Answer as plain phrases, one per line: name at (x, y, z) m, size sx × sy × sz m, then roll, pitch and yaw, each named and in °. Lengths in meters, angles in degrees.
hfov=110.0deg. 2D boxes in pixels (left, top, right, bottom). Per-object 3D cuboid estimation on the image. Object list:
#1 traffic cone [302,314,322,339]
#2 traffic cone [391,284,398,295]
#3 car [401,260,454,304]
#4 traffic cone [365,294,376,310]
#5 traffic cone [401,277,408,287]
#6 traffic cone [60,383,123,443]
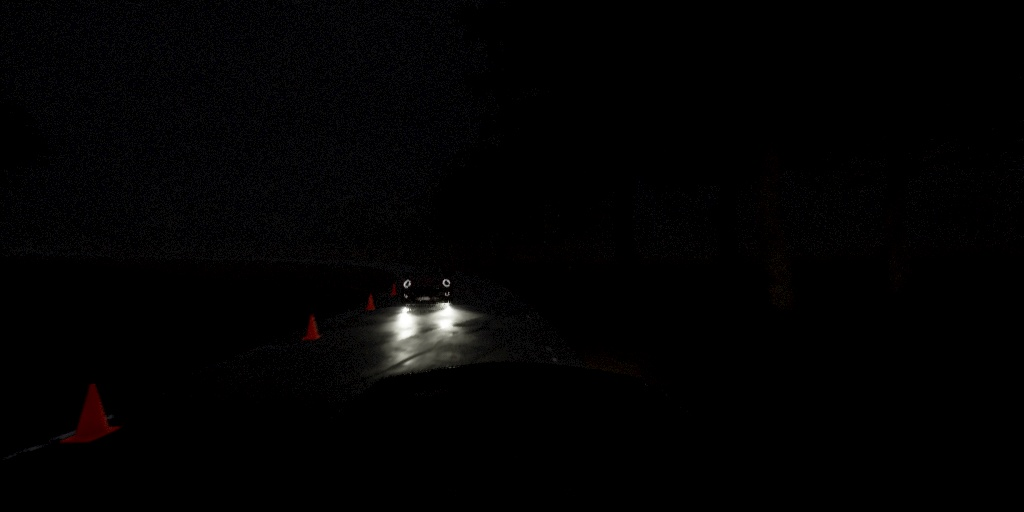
traffic cone at (-4.992, 1.751, 8.961) m, size 0.340 × 0.580 × 0.340 m, roll 0°, pitch 0°, yaw -4°
traffic cone at (-6.118, 1.727, 18.630) m, size 0.340 × 0.580 × 0.340 m, roll 0°, pitch 0°, yaw -9°
car at (-3.750, 1.105, 16.516) m, size 2.097 × 1.767 × 4.553 m, roll -1°, pitch 0°, yaw -8°
traffic cone at (-5.436, 1.743, 13.809) m, size 0.340 × 0.580 × 0.340 m, roll 0°, pitch 0°, yaw -7°
traffic cone at (-7.037, 1.705, 23.410) m, size 0.340 × 0.580 × 0.340 m, roll 0°, pitch 0°, yaw -12°
traffic cone at (-4.789, 1.751, 4.095) m, size 0.340 × 0.580 × 0.340 m, roll 0°, pitch 0°, yaw -1°
